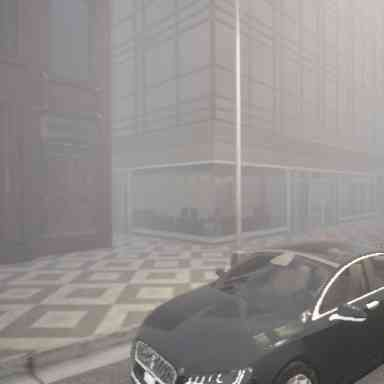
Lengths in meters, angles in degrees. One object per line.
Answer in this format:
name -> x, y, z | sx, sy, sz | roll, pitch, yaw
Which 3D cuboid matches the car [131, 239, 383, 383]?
car -> 1.581, 1.489, 4.507 | 4.892, 1.490, 1.837 | 0, 0, -35
